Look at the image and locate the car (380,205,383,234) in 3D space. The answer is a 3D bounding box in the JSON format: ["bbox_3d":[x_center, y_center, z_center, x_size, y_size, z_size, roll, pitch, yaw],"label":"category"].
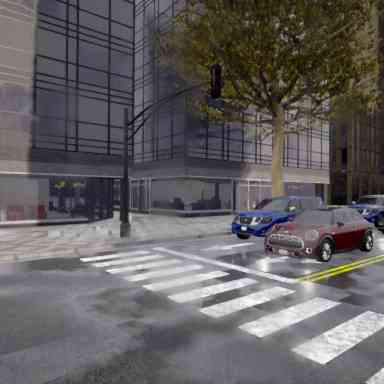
[{"bbox_3d":[12.076,1.553,18.100,5.357,1.411,2.033,0,0,-39],"label":"car"}]

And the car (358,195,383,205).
[{"bbox_3d":[12.477,1.225,22.588,5.566,2.045,2.150,0,0,-39],"label":"car"}]

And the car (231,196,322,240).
[{"bbox_3d":[4.394,1.223,16.093,5.566,2.045,2.150,0,0,-39],"label":"car"}]

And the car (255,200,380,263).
[{"bbox_3d":[4.694,1.355,12.163,4.553,1.767,2.097,0,0,-39],"label":"car"}]
